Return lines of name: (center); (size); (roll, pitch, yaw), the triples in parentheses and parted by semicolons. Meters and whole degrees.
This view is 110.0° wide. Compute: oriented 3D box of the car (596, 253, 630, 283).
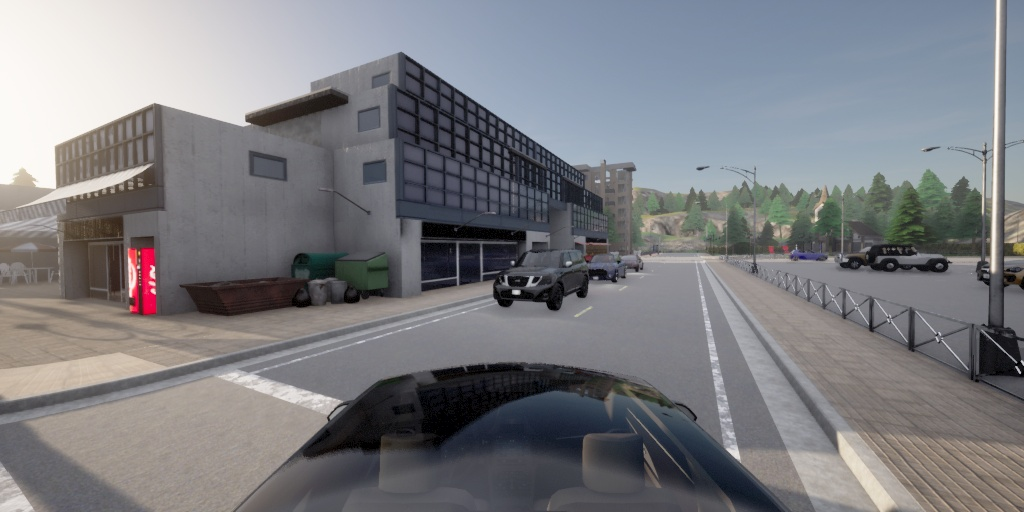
car: (5.821, 0.641, 22.604); (2.097, 1.767, 4.553); (0, 1, 27)

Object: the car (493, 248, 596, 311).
car: (1.378, 0.737, 13.829); (2.150, 2.045, 5.566); (0, 1, 27)

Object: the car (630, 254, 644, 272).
car: (10.449, 0.580, 31.731); (1.812, 1.442, 4.674); (0, 1, 27)
